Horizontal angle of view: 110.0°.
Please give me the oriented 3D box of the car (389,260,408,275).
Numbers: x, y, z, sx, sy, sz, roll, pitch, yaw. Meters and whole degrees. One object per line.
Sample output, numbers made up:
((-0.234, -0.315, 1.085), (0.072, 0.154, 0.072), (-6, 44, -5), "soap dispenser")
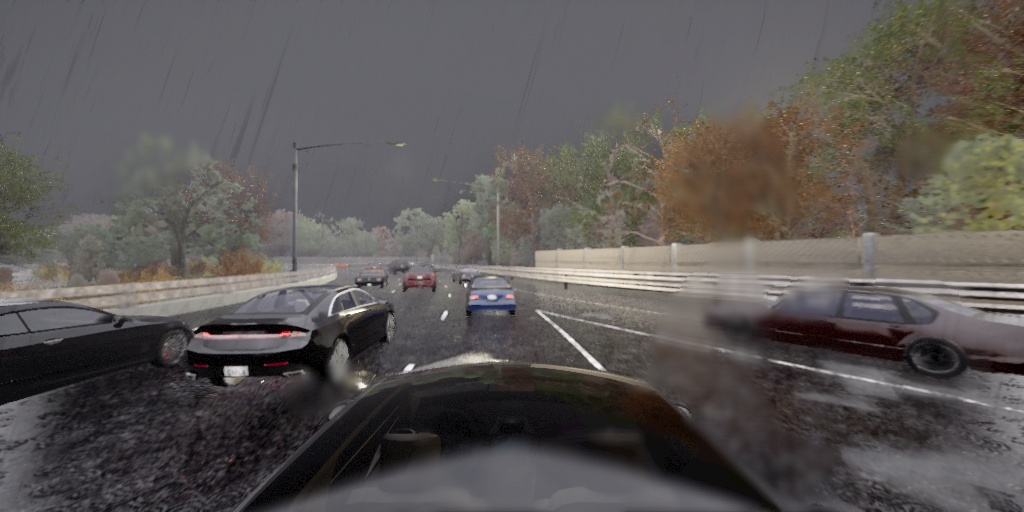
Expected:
((-16.569, 1.637, 52.536), (2.150, 2.045, 5.566), (0, -1, -28), "car")

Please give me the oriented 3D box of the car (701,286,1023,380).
((6.979, 1.350, 7.488), (2.033, 1.411, 5.357), (0, -1, -32), "car")

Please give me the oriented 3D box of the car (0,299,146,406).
((-7.120, 1.336, 5.111), (1.812, 1.442, 4.674), (0, -1, -3), "car")

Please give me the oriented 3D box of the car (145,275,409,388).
((-3.739, 1.318, 7.101), (2.128, 1.511, 4.902), (0, -1, -3), "car")

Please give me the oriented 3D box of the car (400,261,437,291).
((-6.245, 1.399, 24.626), (2.097, 1.767, 4.553), (0, -1, -12), "car")

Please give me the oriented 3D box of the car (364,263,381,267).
((-19.894, 1.760, 51.264), (2.097, 1.767, 4.553), (0, -1, -27), "car")

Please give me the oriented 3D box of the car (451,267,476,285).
((-4.010, 1.666, 30.978), (2.033, 1.411, 5.357), (0, -1, -19), "car")

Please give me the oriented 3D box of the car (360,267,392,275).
((-10.259, 1.682, 26.564), (1.895, 1.301, 4.718), (0, -1, -14), "car")

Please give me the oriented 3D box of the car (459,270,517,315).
((-0.936, 1.456, 14.451), (2.033, 1.411, 5.357), (0, -1, -6), "car")
